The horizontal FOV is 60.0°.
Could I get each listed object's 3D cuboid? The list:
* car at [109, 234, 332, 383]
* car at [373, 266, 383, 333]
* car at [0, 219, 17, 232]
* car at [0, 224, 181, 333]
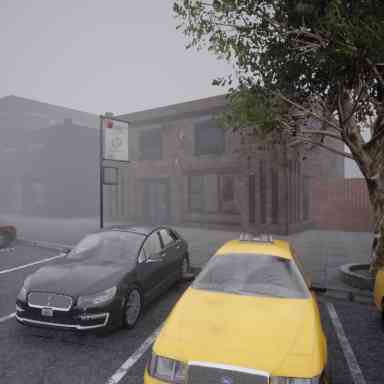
[{"bbox_3d":[0.968,1.480,5.183,1.946,1.575,5.366,1,-1,16],"label":"car"},{"bbox_3d":[3.411,1.480,3.438,1.946,1.575,5.366,1,-1,16],"label":"car"},{"bbox_3d":[-8.734,1.528,12.357,2.002,1.452,4.674,1,-1,16],"label":"car"},{"bbox_3d":[-1.418,1.487,7.114,2.231,1.521,4.892,1,-1,16],"label":"car"}]
